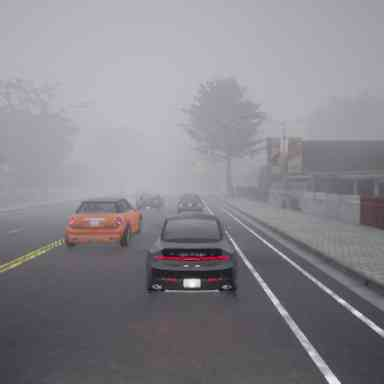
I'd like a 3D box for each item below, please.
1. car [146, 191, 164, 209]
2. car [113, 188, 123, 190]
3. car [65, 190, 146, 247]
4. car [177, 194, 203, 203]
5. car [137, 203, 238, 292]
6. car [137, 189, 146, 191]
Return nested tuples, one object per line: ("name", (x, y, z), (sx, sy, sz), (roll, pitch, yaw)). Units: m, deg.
("car", (-3.383, 0.823, 27.692), (1.895, 1.301, 4.718), (0, 2, 0))
("car", (-10.190, 0.245, 45.678), (1.812, 1.442, 4.674), (0, 2, 0))
("car", (-3.260, 0.984, 13.115), (2.097, 1.767, 4.553), (0, 2, -1))
("car", (-0.123, 0.858, 24.499), (2.033, 1.411, 5.357), (0, 2, 0))
("car", (-0.004, 1.271, 8.282), (1.837, 1.490, 4.892), (0, 2, 0))
("car", (-6.937, 0.302, 45.001), (1.994, 1.385, 4.181), (0, 2, 0))
